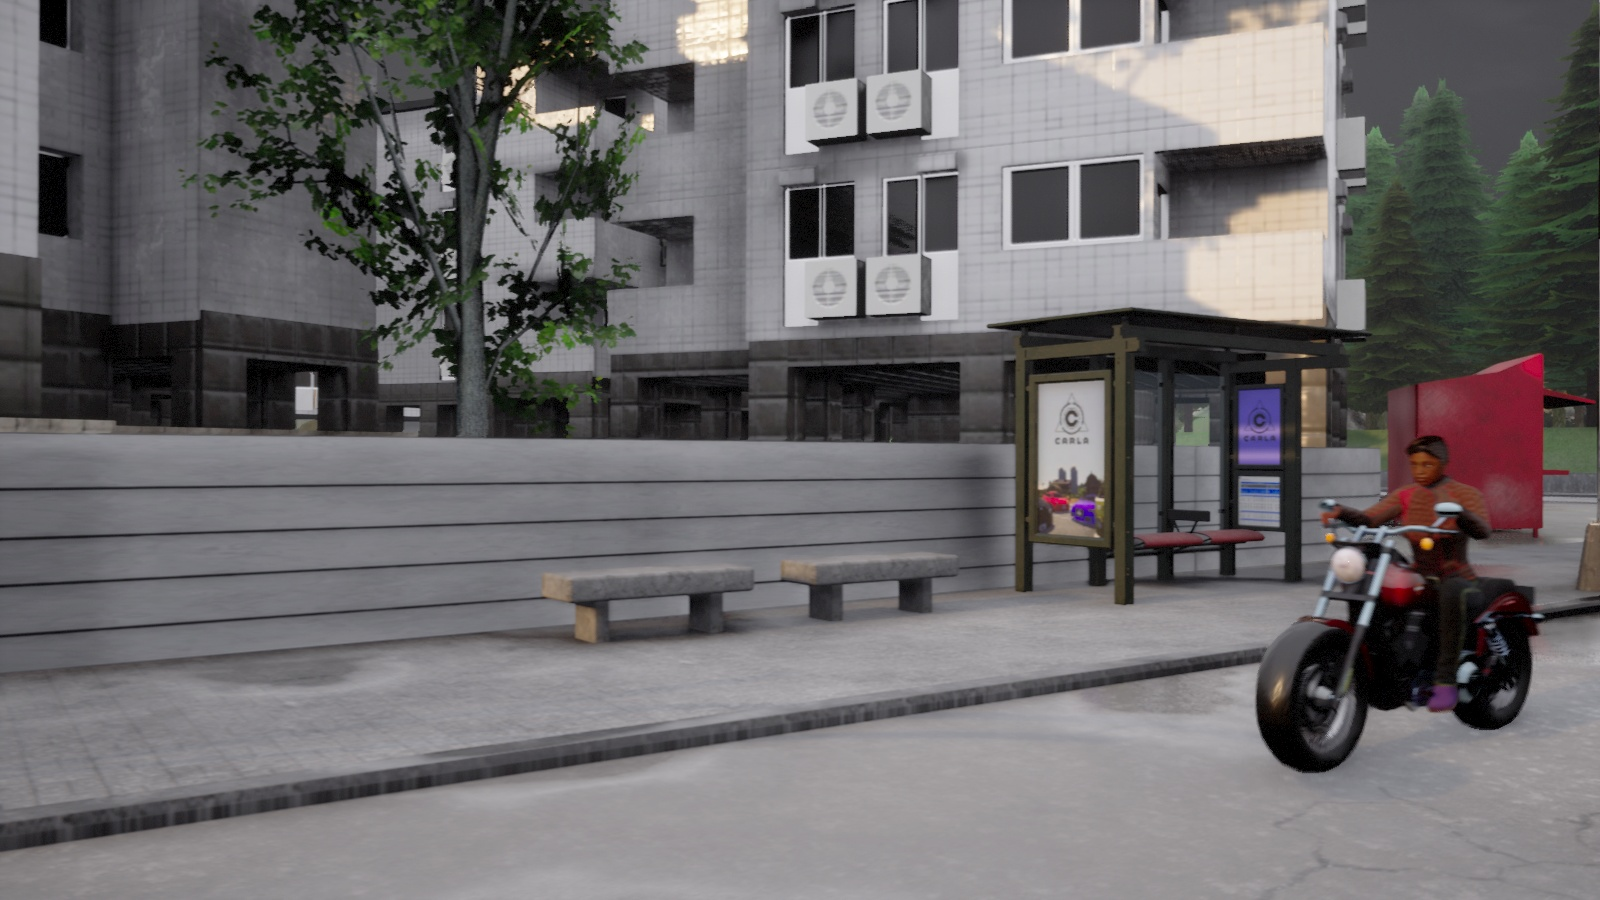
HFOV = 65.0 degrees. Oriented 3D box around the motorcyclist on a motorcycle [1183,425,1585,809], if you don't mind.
[{"bbox_3d":[3.021,0.715,6.371,2.350,1.649,0.766,0,0,-35],"label":"motorcyclist on a motorcycle"}]
